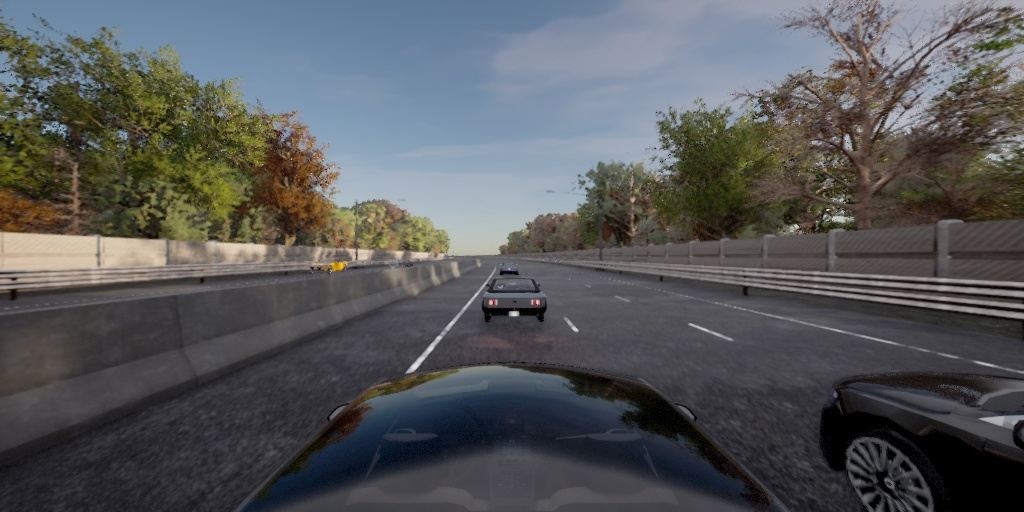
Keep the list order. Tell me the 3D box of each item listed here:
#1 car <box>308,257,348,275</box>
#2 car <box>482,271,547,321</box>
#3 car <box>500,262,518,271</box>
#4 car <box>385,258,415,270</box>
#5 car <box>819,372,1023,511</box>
[{"bbox_3d":[-17.839,0.891,34.970,1.882,1.535,5.008,0,0,-1],"label":"car"},{"bbox_3d":[0.052,1.355,12.420,1.895,1.301,4.718,0,0,0],"label":"car"},{"bbox_3d":[-0.333,1.328,39.186,1.994,1.385,4.181,0,0,-1],"label":"car"},{"bbox_3d":[-10.841,0.901,35.108,2.128,1.511,4.902,0,0,-1],"label":"car"},{"bbox_3d":[3.591,1.241,1.108,2.128,1.511,4.902,0,0,0],"label":"car"}]
